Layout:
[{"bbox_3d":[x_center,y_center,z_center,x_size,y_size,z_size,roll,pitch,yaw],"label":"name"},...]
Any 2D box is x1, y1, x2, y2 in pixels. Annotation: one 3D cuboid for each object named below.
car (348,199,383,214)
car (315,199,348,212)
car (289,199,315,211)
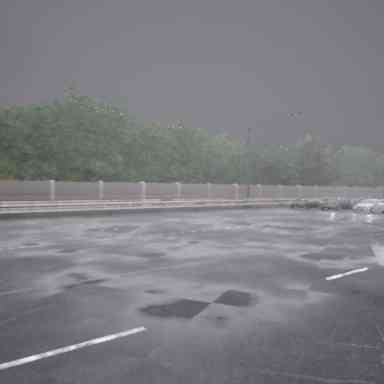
[{"bbox_3d":[18.773,1.497,35.003,4.674,1.442,1.812,0,0,-37],"label":"car"},{"bbox_3d":[16.689,1.507,37.815,5.357,1.411,2.033,0,0,-37],"label":"car"},{"bbox_3d":[13.791,1.548,40.020,4.718,1.301,1.895,0,0,-37],"label":"car"}]
